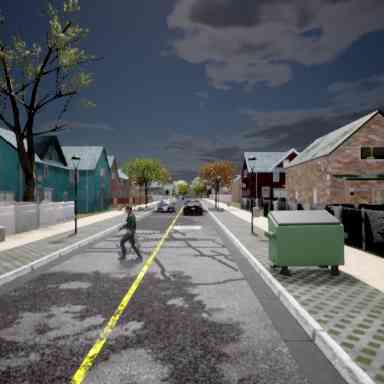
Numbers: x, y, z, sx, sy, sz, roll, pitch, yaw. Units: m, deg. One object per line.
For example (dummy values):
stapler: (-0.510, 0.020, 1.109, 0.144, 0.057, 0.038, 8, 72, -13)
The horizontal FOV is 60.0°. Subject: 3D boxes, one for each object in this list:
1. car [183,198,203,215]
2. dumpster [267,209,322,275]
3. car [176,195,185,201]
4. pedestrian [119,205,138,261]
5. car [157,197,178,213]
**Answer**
car: (0.097, 1.613, 34.925, 1.994, 1.385, 4.181, 0, 0, 0)
dumpster: (2.993, 1.402, 9.961, 1.020, 1.700, 1.940, -1, -1, 0)
car: (-2.744, 1.401, 78.152, 1.994, 1.385, 4.181, 0, 0, 0)
pedestrian: (-2.057, 1.301, 10.807, 0.375, 1.860, 0.375, 1, -1, -2)
car: (-2.845, 1.548, 37.650, 2.128, 1.511, 4.902, 0, 0, 0)
